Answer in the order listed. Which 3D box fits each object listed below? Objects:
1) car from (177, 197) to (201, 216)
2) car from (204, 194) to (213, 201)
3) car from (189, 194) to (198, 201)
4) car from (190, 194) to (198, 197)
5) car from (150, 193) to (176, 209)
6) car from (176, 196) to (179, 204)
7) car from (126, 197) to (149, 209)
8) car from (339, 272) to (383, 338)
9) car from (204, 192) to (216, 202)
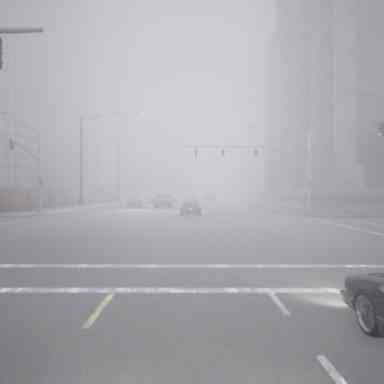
[{"bbox_3d":[-0.107,1.499,32.233,1.994,1.385,4.181,0,0,0],"label":"car"},{"bbox_3d":[3.961,1.255,80.106,1.837,1.490,4.892,0,0,1],"label":"car"},{"bbox_3d":[0.461,1.295,80.161,2.033,1.411,5.357,0,0,1],"label":"car"},{"bbox_3d":[0.300,1.381,69.931,2.128,1.511,4.902,0,0,1],"label":"car"},{"bbox_3d":[-3.689,1.134,43.568,2.150,2.045,5.566,0,0,1],"label":"car"},{"bbox_3d":[-3.400,1.384,59.787,1.837,1.490,4.892,0,0,1],"label":"car"},{"bbox_3d":[-7.201,1.477,43.151,1.994,1.385,4.181,0,0,1],"label":"car"},{"bbox_3d":[3.574,1.540,3.543,2.033,1.411,5.357,0,0,0],"label":"car"},{"bbox_3d":[3.794,1.081,69.493,2.150,2.045,5.566,0,0,1],"label":"car"}]
